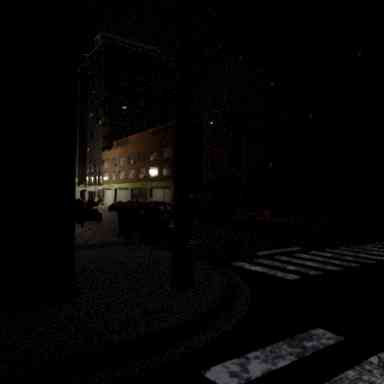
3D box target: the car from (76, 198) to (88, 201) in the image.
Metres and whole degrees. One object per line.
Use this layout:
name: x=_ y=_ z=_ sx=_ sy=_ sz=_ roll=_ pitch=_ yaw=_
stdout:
car: x=-16.906 y=1.612 z=47.246 sx=1.882 sy=1.535 sz=5.008 roll=1 pitch=-1 yaw=-35

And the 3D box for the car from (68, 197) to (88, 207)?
car: x=-18.424 y=1.611 z=53.767 sx=1.967 sy=1.590 sz=4.097 roll=1 pitch=-1 yaw=-35

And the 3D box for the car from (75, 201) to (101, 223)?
car: x=-8.533 y=1.630 z=25.973 sx=1.947 sy=1.339 sz=4.313 roll=1 pitch=-1 yaw=-35

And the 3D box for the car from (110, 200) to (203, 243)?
car: x=-1.952 y=1.389 z=16.718 sx=2.192 sy=1.841 sz=5.009 roll=1 pitch=-1 yaw=-35

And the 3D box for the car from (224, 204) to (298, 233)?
car: x=4.494 y=1.735 z=21.493 sx=1.752 sy=1.417 sz=4.829 roll=1 pitch=-1 yaw=-35

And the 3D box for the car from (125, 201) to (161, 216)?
car: x=-5.273 y=1.739 z=35.245 sx=1.887 sy=1.381 sz=4.507 roll=1 pitch=-1 yaw=-35

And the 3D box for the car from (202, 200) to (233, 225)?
car: x=1.307 y=1.520 z=25.987 sx=2.192 sy=1.841 sz=5.009 roll=1 pitch=-1 yaw=-35

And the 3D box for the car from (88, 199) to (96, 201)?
car: x=-15.137 y=1.722 z=49.136 sx=1.887 sy=1.381 sz=4.507 roll=1 pitch=-1 yaw=-35
